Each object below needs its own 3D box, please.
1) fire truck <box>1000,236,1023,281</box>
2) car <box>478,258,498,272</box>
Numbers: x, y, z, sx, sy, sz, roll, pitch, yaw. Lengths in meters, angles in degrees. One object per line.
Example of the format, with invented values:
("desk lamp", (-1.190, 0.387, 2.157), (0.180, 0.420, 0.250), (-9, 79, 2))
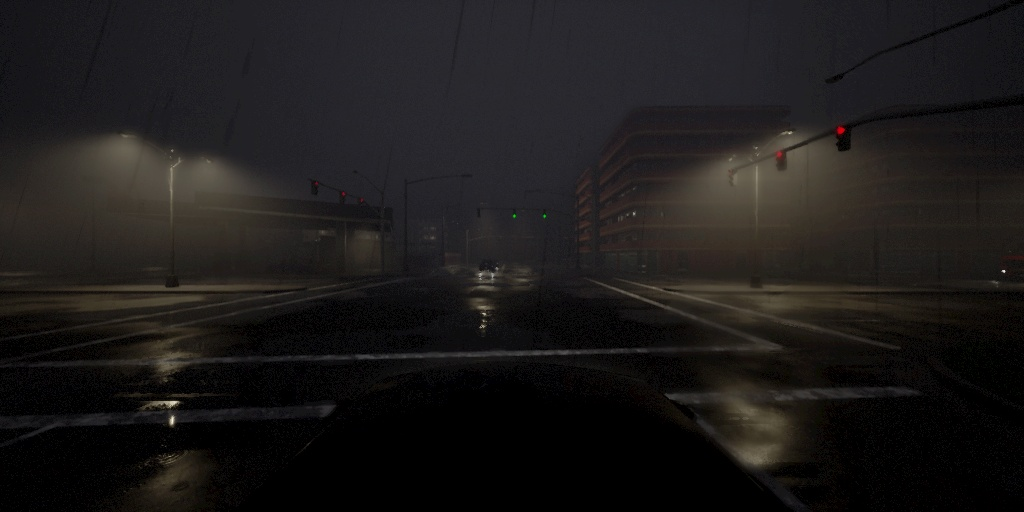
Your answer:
("fire truck", (43.331, 0.063, 27.456), (8.468, 3.827, 2.891), (0, 0, 0))
("car", (-3.191, 1.218, 46.121), (1.837, 1.490, 4.892), (0, 0, 0))
